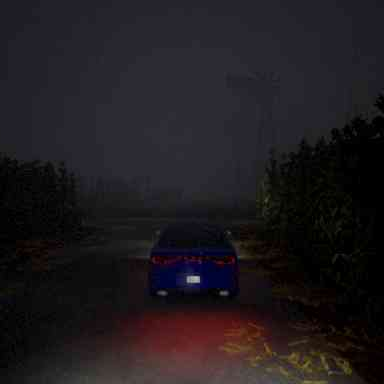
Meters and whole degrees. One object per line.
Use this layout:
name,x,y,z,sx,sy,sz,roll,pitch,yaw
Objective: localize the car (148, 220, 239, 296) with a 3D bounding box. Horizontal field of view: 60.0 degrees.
car,0.043,1.465,8.634,1.882,1.535,5.008,0,0,0
